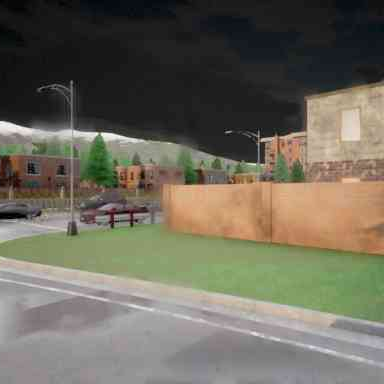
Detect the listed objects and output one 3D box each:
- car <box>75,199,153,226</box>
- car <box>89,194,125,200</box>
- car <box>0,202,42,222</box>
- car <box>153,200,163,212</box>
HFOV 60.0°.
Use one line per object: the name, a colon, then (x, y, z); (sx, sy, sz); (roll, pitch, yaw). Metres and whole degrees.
car: (-5.452, 1.477, 23.481); (1.882, 1.535, 5.008); (0, 0, 42)
car: (-9.386, 1.221, 34.887); (2.150, 2.045, 5.566); (0, 0, 42)
car: (-13.730, 1.492, 24.688); (2.128, 1.511, 4.902); (0, 0, 41)
car: (-3.753, 1.563, 35.968); (1.994, 1.385, 4.181); (0, 0, 41)
